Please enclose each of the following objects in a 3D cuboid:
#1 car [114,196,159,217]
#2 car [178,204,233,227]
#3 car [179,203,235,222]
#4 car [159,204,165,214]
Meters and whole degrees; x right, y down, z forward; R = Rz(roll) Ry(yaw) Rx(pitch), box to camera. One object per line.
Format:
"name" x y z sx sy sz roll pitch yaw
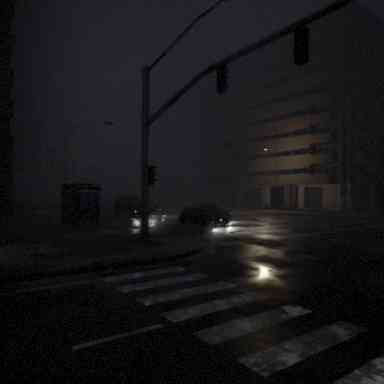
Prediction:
"car" -5.937 1.383 33.322 2.150 2.045 5.566 1 0 -36
"car" 0.784 1.725 24.139 1.994 1.385 4.181 1 0 -36
"car" 1.213 1.733 29.470 2.033 1.411 5.357 1 0 -36
"car" -4.871 1.676 37.794 2.128 1.511 4.902 1 0 -36
